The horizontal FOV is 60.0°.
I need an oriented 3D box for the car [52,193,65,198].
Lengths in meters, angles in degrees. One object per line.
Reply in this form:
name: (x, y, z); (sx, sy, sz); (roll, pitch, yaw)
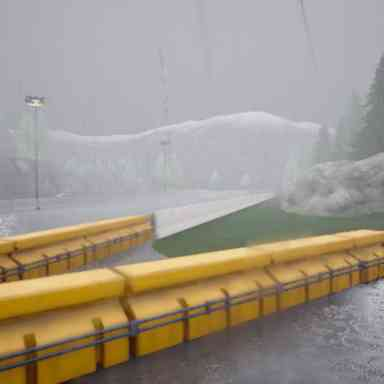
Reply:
car: (-22.249, 0.906, 57.673); (1.812, 1.442, 4.674); (0, 1, 19)

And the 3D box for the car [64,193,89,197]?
car: (-17.063, 1.001, 51.163); (1.994, 1.385, 4.181); (0, 1, 19)
